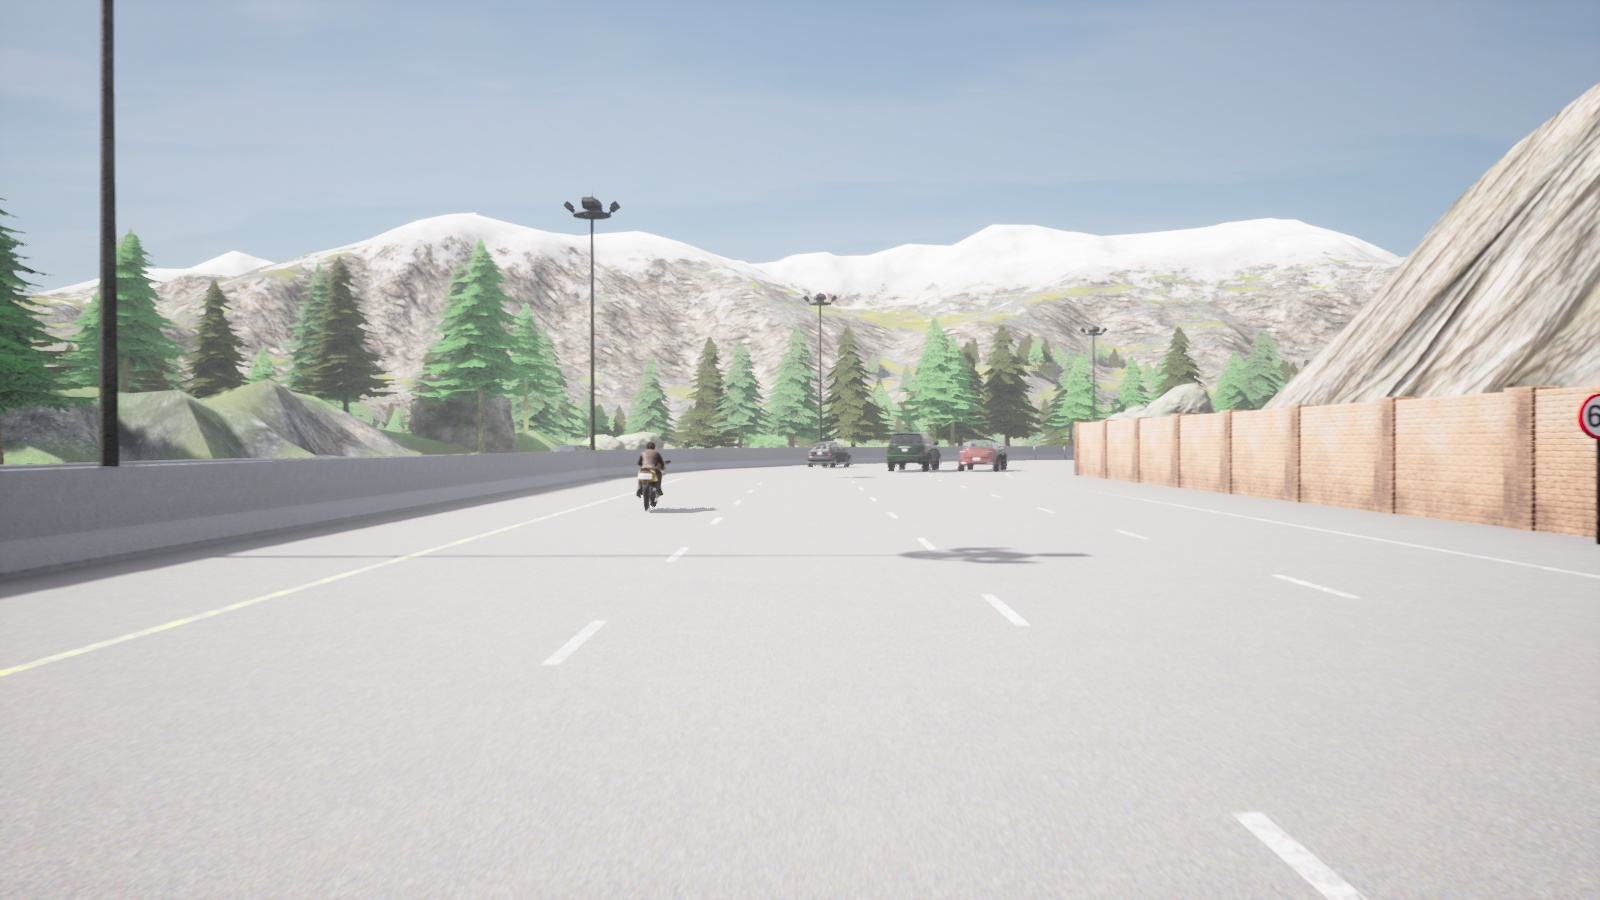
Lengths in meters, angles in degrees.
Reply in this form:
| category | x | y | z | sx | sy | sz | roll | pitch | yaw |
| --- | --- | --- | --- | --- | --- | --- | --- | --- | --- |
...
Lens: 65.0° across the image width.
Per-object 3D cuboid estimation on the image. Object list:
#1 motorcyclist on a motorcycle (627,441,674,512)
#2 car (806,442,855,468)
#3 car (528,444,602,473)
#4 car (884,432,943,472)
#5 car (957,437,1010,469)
| category | x | y | z | sx | sy | sz | roll | pitch | yaw |
| --- | --- | --- | --- | --- | --- | --- | --- | --- | --- |
| motorcyclist on a motorcycle | -3.329 | 0.568 | 28.070 | 0.797 | 1.523 | 2.044 | 0 | 0 | 0 |
| car | 1.869 | 0.297 | 76.160 | 1.789 | 1.549 | 3.705 | 0 | 0 | 22 |
| car | -12.236 | 0.413 | 65.799 | 2.033 | 1.411 | 5.357 | 0 | 0 | 10 |
| car | 6.131 | 0.092 | 67.151 | 2.150 | 2.045 | 5.566 | 0 | 0 | 15 |
| car | 9.880 | 0.153 | 67.428 | 2.152 | 1.651 | 5.027 | 0 | 0 | 16 |
